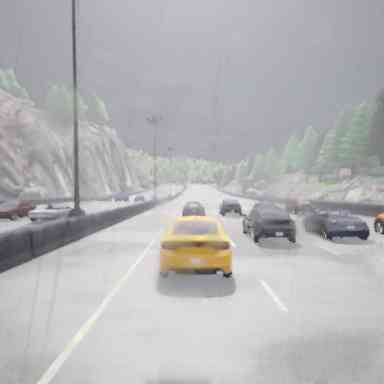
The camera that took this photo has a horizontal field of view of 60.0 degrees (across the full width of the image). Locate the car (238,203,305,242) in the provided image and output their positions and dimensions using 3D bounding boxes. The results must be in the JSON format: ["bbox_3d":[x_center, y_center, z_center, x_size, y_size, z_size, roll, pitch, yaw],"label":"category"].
[{"bbox_3d":[3.614,1.482,16.133,1.837,1.490,4.892,0,0,0],"label":"car"}]

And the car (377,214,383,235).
[{"bbox_3d":[10.612,1.334,15.626,2.097,1.767,4.553,0,0,0],"label":"car"}]

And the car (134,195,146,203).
[{"bbox_3d":[-10.416,1.353,66.713,1.837,1.490,4.892,0,0,0],"label":"car"}]

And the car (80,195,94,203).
[{"bbox_3d":[-20.914,1.391,66.635,2.033,1.411,5.357,0,0,0],"label":"car"}]

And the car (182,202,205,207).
[{"bbox_3d":[0.129,1.505,27.628,2.033,1.411,5.357,0,0,0],"label":"car"}]

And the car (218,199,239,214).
[{"bbox_3d":[3.636,1.458,32.049,1.837,1.490,4.892,0,0,0],"label":"car"}]

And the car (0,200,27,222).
[{"bbox_3d":[-14.067,1.430,26.256,1.882,1.535,5.008,0,0,0],"label":"car"}]

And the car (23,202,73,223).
[{"bbox_3d":[-10.570,1.557,25.388,1.895,1.301,4.718,0,0,0],"label":"car"}]

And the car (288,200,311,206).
[{"bbox_3d":[10.638,1.481,32.880,1.812,1.442,4.674,0,0,0],"label":"car"}]

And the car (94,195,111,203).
[{"bbox_3d":[-17.414,1.393,66.630,2.033,1.411,5.357,0,0,0],"label":"car"}]

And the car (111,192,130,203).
[{"bbox_3d":[-13.914,1.079,66.636,2.150,2.045,5.566,0,0,0],"label":"car"}]

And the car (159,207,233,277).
[{"bbox_3d":[0.099,1.462,10.247,1.882,1.535,5.008,0,0,0],"label":"car"}]

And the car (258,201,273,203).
[{"bbox_3d":[7.137,1.518,32.491,1.994,1.385,4.181,0,0,0],"label":"car"}]

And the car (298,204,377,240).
[{"bbox_3d":[7.115,1.542,16.848,1.994,1.385,4.181,0,0,0],"label":"car"}]
